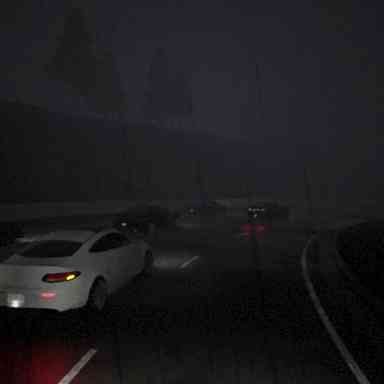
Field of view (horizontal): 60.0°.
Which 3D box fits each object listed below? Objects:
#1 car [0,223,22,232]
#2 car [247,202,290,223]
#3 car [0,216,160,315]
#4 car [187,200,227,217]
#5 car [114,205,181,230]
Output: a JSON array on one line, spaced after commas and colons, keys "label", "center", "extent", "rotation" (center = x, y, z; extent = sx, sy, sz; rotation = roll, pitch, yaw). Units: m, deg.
[{"label": "car", "center": [-8.706, 1.485, 12.011], "extent": [2.033, 1.411, 5.357], "rotation": [0, 0, 15]}, {"label": "car", "center": [5.947, 1.497, 25.554], "extent": [2.128, 1.511, 4.902], "rotation": [0, 0, 37]}, {"label": "car", "center": [-2.331, 1.504, 7.494], "extent": [1.812, 1.442, 4.674], "rotation": [0, 0, 11]}, {"label": "car", "center": [1.431, 1.499, 31.451], "extent": [1.812, 1.442, 4.674], "rotation": [0, 0, 39]}, {"label": "car", "center": [-2.330, 1.444, 18.539], "extent": [1.882, 1.535, 5.008], "rotation": [0, 0, 24]}]
